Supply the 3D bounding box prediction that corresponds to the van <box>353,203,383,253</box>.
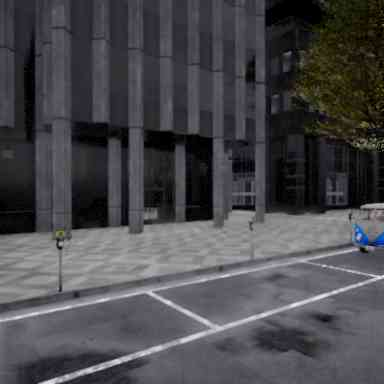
[{"bbox_3d":[7.462,1.283,11.972,3.998,1.788,1.690,0,0,-36],"label":"van"}]
